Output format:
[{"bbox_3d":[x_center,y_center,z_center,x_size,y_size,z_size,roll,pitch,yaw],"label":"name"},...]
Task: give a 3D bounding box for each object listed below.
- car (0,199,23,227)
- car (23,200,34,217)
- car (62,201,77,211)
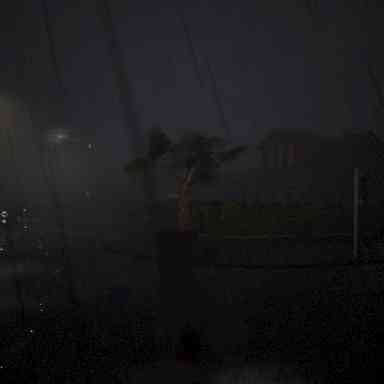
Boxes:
[{"bbox_3d":[-13.122,1.382,22.450,2.097,1.767,4.553,1,-1,-19],"label":"car"},{"bbox_3d":[-16.536,1.586,32.240,1.837,1.490,4.892,1,-1,-19],"label":"car"},{"bbox_3d":[-16.701,1.827,45.334,1.895,1.301,4.718,1,-1,-19],"label":"car"}]
